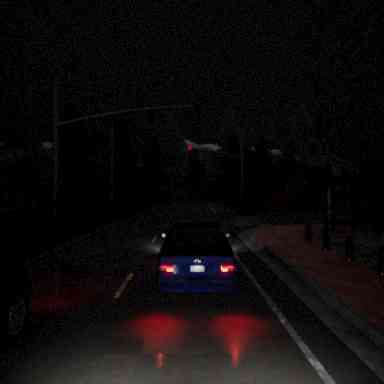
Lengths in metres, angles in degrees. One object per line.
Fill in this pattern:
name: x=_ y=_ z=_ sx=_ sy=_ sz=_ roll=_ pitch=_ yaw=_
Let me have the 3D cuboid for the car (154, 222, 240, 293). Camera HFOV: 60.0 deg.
car: x=0.101 y=1.513 z=8.898 sx=2.033 sy=1.411 sz=5.357 roll=0 pitch=0 yaw=0

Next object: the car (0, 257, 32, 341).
car: x=-3.563 y=1.511 z=3.770 sx=1.812 sy=1.442 sz=4.674 roll=0 pitch=0 yaw=0
